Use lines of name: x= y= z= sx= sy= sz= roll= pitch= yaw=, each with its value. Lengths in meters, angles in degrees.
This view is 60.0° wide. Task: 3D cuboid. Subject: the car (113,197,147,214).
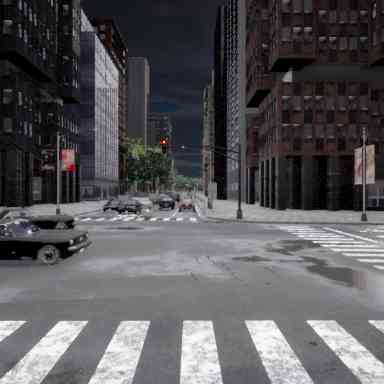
car: x=-6.402 y=1.547 z=35.040 sx=2.033 sy=1.411 sz=5.357 roll=0 pitch=0 yaw=0

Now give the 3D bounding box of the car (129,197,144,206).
car: x=-9.173 y=1.570 z=55.015 sx=1.752 sy=1.417 sz=4.829 roll=0 pitch=0 yaw=0

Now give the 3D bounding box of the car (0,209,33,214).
car: x=-8.385 y=1.507 z=16.698 sx=4.718 sy=1.301 sz=1.895 roll=1 pitch=0 yaw=-34

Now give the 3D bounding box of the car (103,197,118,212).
car: x=-9.088 y=1.574 z=38.907 sx=1.947 sy=1.339 sz=4.313 roll=0 pitch=0 yaw=0

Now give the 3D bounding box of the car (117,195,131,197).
car: x=-9.118 y=1.335 z=44.334 sx=2.192 sy=1.841 sz=5.009 roll=0 pitch=0 yaw=0

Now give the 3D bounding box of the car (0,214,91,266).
car: x=-5.820 y=1.555 z=10.838 sx=4.718 sy=1.301 sz=1.895 roll=1 pitch=1 yaw=0

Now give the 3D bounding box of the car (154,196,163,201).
car: x=-9.375 y=1.695 z=93.166 sx=1.887 sy=1.381 sz=4.507 roll=0 pitch=0 yaw=0

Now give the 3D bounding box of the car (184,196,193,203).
car: x=-0.736 y=1.612 z=71.669 sx=1.752 sy=1.417 sz=4.829 roll=0 pitch=0 yaw=0

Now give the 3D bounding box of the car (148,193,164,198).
car: x=-6.499 y=1.268 z=55.909 sx=2.150 sy=2.045 sz=5.566 roll=0 pitch=0 yaw=-1

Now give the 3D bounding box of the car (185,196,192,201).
car: x=-0.851 y=1.695 z=93.199 sx=1.887 sy=1.381 sz=4.507 roll=0 pitch=0 yaw=0

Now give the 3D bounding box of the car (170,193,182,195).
car: x=-3.367 y=1.297 z=66.310 sx=2.150 sy=2.045 sz=5.566 roll=0 pitch=0 yaw=0

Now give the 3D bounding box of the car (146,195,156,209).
car: x=-6.455 y=1.548 z=45.266 sx=1.812 sy=1.442 sz=4.674 roll=0 pitch=0 yaw=0

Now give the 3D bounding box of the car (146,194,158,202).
car: x=-9.290 y=1.417 z=76.889 sx=2.192 sy=1.841 sz=5.009 roll=0 pitch=0 yaw=0

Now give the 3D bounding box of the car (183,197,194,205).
car: x=-0.678 y=1.603 z=60.649 sx=1.887 sy=1.381 sz=4.507 roll=0 pitch=0 yaw=0

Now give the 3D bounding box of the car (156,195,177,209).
car: x=-3.264 y=1.499 z=44.807 sx=1.882 sy=1.535 sz=5.008 roll=0 pitch=0 yaw=0

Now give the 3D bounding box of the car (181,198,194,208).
car: x=-0.620 y=1.614 z=49.799 sx=1.802 sy=1.307 sz=4.206 roll=0 pitch=0 yaw=0

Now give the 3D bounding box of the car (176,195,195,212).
car: x=-0.563 y=1.448 z=38.950 sx=1.967 sy=1.590 sz=4.097 roll=0 pitch=0 yaw=0
